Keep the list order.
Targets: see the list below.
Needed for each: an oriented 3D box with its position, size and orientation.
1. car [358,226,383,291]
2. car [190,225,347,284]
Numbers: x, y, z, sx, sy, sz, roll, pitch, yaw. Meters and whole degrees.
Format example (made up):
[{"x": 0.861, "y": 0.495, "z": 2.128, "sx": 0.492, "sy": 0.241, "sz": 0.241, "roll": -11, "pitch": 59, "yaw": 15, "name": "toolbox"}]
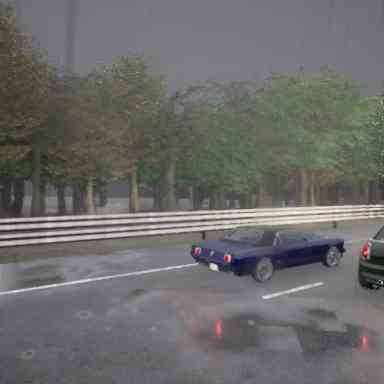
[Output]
[{"x": 5.960, "y": 1.362, "z": 7.800, "sx": 4.553, "sy": 1.767, "sz": 2.097, "roll": 0, "pitch": 0, "yaw": -34, "name": "car"}, {"x": 2.386, "y": 1.605, "z": 9.618, "sx": 4.718, "sy": 1.301, "sz": 1.895, "roll": 0, "pitch": 0, "yaw": -34, "name": "car"}]
